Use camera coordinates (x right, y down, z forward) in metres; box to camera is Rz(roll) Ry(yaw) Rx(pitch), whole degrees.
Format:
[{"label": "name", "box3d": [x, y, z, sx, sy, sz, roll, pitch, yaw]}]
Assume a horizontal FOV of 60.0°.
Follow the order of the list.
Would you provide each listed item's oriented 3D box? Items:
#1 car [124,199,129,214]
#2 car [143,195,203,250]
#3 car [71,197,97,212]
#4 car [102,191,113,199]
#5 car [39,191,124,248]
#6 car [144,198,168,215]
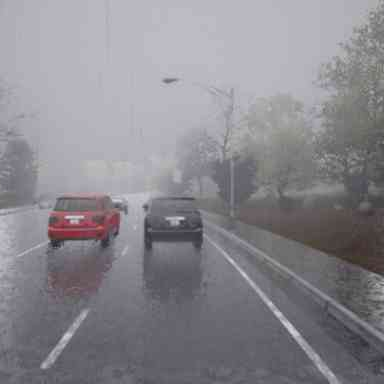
[{"label": "car", "box3d": [-6.992, 1.275, 31.452, 1.812, 1.442, 4.674, 0, 0, -10]}, {"label": "car", "box3d": [-0.868, 1.110, 13.951, 2.150, 2.045, 5.566, 0, 1, -6]}, {"label": "car", "box3d": [-11.550, 1.265, 35.837, 2.033, 1.411, 5.357, 0, 0, -11]}, {"label": "car", "box3d": [-19.380, 0.662, 76.323, 2.097, 1.767, 4.553, 0, 0, -10]}, {"label": "car", "box3d": [-4.416, 1.110, 14.339, 2.150, 2.045, 5.566, 0, 1, -6]}, {"label": "car", "box3d": [-3.429, 1.311, 31.377, 1.994, 1.385, 4.181, 0, 0, -10]}]
